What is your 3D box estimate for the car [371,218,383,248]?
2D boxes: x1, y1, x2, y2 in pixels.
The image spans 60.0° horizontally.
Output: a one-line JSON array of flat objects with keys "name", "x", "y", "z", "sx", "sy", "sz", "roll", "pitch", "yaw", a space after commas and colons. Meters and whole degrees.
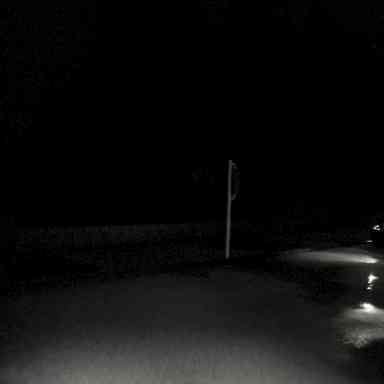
[{"name": "car", "x": 10.399, "y": 1.545, "z": 15.194, "sx": 5.566, "sy": 2.045, "sz": 2.150, "roll": 2, "pitch": 0, "yaw": -38}]
